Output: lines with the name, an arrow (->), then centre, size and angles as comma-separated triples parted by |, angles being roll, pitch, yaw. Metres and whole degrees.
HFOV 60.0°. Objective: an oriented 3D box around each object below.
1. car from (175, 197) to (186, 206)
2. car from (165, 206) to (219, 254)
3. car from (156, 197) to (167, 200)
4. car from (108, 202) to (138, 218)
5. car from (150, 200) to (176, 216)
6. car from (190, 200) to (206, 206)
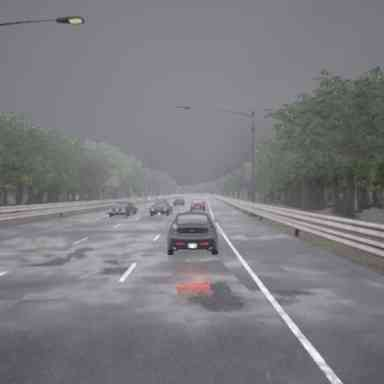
car -> -2.159, 1.723, 57.493 | 1.837, 1.490, 4.892 | 0, -1, 2
car -> 0.036, 1.565, 13.706 | 1.837, 1.490, 4.892 | 0, 0, 0
car -> -5.560, 1.723, 60.224 | 2.128, 1.511, 4.902 | 0, 0, 2
car -> -6.626, 1.694, 32.343 | 2.033, 1.411, 5.357 | 0, 0, 2
car -> -3.058, 1.749, 33.977 | 1.895, 1.301, 4.718 | 0, 0, 2
car -> 0.787, 1.700, 42.881 | 1.812, 1.442, 4.674 | 0, 0, 2
